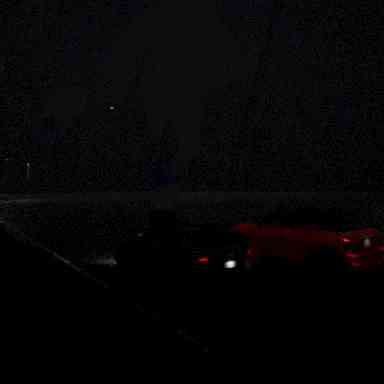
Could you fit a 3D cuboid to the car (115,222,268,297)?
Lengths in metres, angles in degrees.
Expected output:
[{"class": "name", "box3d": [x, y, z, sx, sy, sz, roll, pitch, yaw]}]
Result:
[{"class": "car", "box3d": [-0.376, 1.472, 8.571, 1.994, 1.385, 4.181, -1, 1, -36]}]

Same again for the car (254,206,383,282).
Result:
[{"class": "car", "box3d": [3.024, 1.238, 9.838, 2.097, 1.767, 4.553, -1, 1, -36]}]
